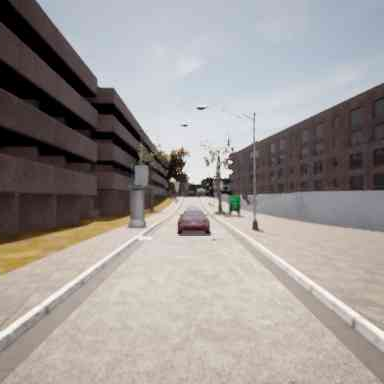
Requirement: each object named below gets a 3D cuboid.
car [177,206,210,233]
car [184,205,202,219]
[{"bbox_3d":[0.102,1.830,21.373,1.994,1.385,4.181,0,-1,0],"label":"car"},{"bbox_3d":[0.103,2.302,39.246,2.033,1.411,5.357,0,-1,0],"label":"car"}]
